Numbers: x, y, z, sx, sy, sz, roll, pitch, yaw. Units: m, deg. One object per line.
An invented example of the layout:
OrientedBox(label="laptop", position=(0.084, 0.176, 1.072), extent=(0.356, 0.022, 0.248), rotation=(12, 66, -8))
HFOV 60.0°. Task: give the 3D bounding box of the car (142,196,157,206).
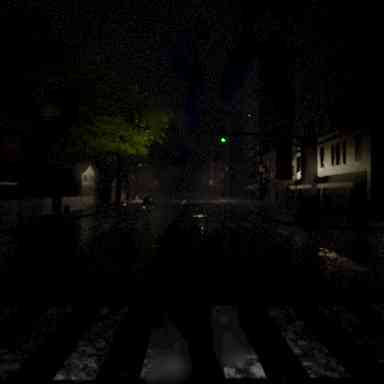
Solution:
OrientedBox(label="car", position=(-6.508, 1.365, 51.342), extent=(1.837, 1.490, 4.892), rotation=(0, 2, 0))
